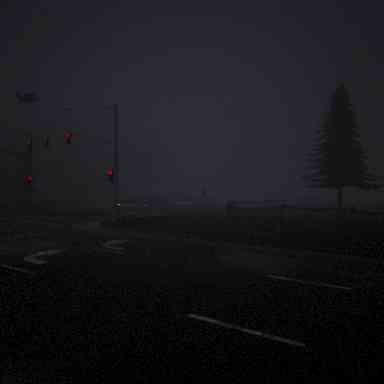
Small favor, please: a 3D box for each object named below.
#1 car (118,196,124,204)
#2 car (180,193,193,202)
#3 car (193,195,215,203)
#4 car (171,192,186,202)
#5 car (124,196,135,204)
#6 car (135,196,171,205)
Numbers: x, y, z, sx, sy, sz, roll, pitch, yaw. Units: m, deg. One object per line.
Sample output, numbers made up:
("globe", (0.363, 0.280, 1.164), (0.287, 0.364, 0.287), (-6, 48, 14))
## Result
("car", (-11.982, 1.424, 59.590), (1.812, 1.442, 4.674), (0, 0, 35))
("car", (0.321, 1.438, 71.011), (2.033, 1.411, 5.357), (0, 0, 35))
("car", (2.973, 1.424, 68.700), (2.128, 1.511, 4.902), (0, 0, 35))
("car", (-2.822, 1.118, 72.627), (2.150, 2.045, 5.566), (0, 0, 35))
("car", (-8.811, 1.398, 58.037), (2.128, 1.511, 4.902), (0, 0, 35))
("car", (-6.369, 1.462, 55.444), (2.033, 1.411, 5.357), (0, 0, 35))
